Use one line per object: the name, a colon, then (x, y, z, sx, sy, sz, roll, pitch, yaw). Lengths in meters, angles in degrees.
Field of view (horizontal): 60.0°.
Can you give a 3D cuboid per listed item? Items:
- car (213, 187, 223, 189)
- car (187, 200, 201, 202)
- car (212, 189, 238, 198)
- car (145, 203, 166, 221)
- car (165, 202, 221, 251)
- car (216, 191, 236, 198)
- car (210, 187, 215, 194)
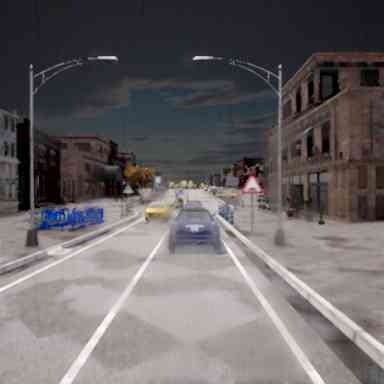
car: (8.144, 0.332, 83.992, 4.553, 1.767, 2.185, 0, 2, -1)
car: (0.194, 1.561, 31.827, 2.097, 1.767, 4.553, 0, 0, 1)
car: (8.051, 0.659, 78.486, 5.366, 1.575, 1.946, 0, 2, -1)
car: (-3.012, 1.690, 29.732, 1.882, 1.535, 5.008, 0, 0, 0)
car: (0.104, 1.493, 15.045, 2.097, 1.767, 4.553, 0, -1, 0)
car: (8.209, 0.598, 81.245, 4.674, 1.452, 2.002, 0, 2, -1)
car: (8.174, 0.109, 86.742, 5.566, 2.045, 2.435, 0, 2, -1)
